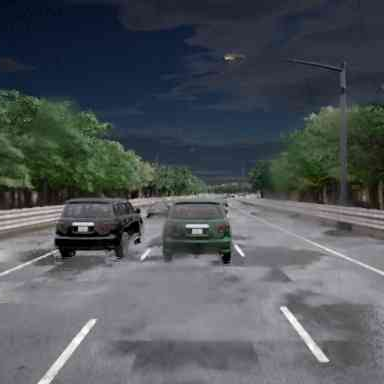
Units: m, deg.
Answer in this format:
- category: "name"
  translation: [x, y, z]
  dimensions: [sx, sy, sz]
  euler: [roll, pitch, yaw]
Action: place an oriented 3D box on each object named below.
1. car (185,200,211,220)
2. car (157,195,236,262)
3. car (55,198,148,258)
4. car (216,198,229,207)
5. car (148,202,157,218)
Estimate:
- category: "car"
  translation: [0.572, 1.547, 30.181]
  dimensions: [2.128, 1.511, 4.902]
  euler: [0, 0, 2]
- category: "car"
  translation: [0.187, 1.232, 12.235]
  dimensions: [2.150, 2.045, 5.566]
  euler: [0, 0, 1]
- category: "car"
  translation: [-3.306, 1.233, 12.880]
  dimensions: [2.150, 2.045, 5.566]
  euler: [0, 0, 1]
- category: "car"
  translation: [5.105, 1.752, 56.344]
  dimensions: [2.033, 1.411, 5.357]
  euler: [0, 0, 3]
- category: "car"
  translation: [-2.909, 1.620, 30.796]
  dimensions: [1.994, 1.385, 4.181]
  euler: [0, 0, 2]
